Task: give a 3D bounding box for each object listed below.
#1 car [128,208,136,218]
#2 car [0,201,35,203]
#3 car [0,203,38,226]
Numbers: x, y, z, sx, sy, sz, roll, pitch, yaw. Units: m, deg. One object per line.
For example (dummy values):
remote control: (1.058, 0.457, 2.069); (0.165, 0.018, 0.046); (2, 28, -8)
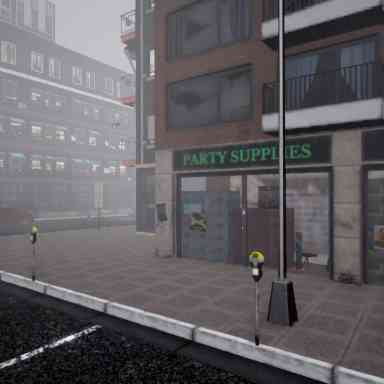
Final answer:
car: (-4.861, 2.043, 36.625); (1.837, 1.490, 4.892); (0, -2, 35)
car: (-14.946, 1.609, 26.706); (2.192, 1.841, 5.009); (-1, -2, 35)
car: (-13.807, 1.781, 23.953); (1.812, 1.442, 4.674); (0, -1, 37)
